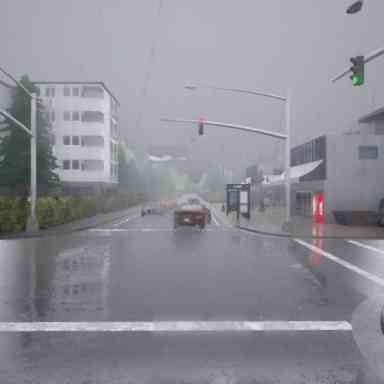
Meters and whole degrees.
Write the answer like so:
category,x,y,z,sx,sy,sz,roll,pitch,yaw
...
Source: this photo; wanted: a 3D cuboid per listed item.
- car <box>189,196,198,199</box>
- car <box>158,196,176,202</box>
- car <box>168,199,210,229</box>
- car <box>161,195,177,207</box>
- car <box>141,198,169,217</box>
category,x,y,z,sx,sy,sz,roll,pitch,yaw
car,0.242,1.505,54.202,1.837,1.490,4.892,0,0,1
car,-3.497,1.352,40.733,2.097,1.767,4.553,0,0,0
car,0.071,1.477,21.732,1.882,1.535,5.008,1,0,9
car,-3.441,1.352,50.784,2.097,1.767,4.553,0,0,1
car,-3.527,1.564,31.031,1.994,1.385,4.181,0,0,0
